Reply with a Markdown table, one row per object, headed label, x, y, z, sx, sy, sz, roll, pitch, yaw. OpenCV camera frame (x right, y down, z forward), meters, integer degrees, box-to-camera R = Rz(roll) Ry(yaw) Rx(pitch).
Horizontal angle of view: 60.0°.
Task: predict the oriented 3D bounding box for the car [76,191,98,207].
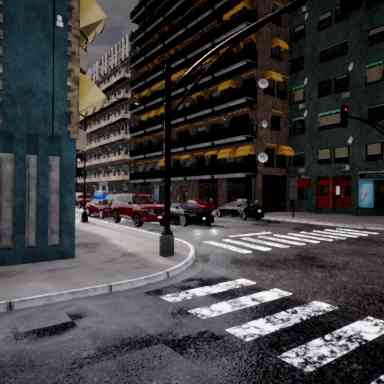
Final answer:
| label | x | y | z | sx | sy | sz | roll | pitch | yaw |
| --- | --- | --- | --- | --- | --- | --- | --- | --- | --- |
| car | -12.086 | 0.948 | 36.918 | 1.882 | 1.535 | 5.008 | 1 | 0 | -36 |

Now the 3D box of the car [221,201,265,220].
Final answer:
| label | x | y | z | sx | sy | sz | roll | pitch | yaw |
| --- | --- | --- | --- | --- | --- | --- | --- | --- | --- |
| car | 3.562 | 1.353 | 25.194 | 1.947 | 1.339 | 4.313 | 2 | 0 | -36 |

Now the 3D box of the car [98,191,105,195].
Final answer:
| label | x | y | z | sx | sy | sz | roll | pitch | yaw |
| --- | --- | --- | --- | --- | --- | --- | --- | --- | --- |
| car | -6.048 | 0.971 | 28.573 | 2.097 | 1.767 | 4.553 | 1 | 0 | -36 |

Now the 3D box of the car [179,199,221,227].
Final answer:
| label | x | y | z | sx | sy | sz | roll | pitch | yaw |
| --- | --- | --- | --- | --- | --- | --- | --- | --- | --- |
| car | -0.460 | 1.321 | 20.855 | 1.994 | 1.385 | 4.181 | 1 | 0 | -36 |

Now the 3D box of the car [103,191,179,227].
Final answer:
| label | x | y | z | sx | sy | sz | roll | pitch | yaw |
| --- | --- | --- | --- | --- | --- | --- | --- | --- | --- |
| car | -3.238 | 1.034 | 20.307 | 2.192 | 1.841 | 5.009 | 2 | 0 | -36 |

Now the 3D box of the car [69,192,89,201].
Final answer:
| label | x | y | z | sx | sy | sz | roll | pitch | yaw |
| --- | --- | --- | --- | --- | --- | --- | --- | --- | --- |
| car | -19.323 | 0.769 | 56.764 | 1.887 | 1.381 | 4.507 | 2 | 0 | -36 |

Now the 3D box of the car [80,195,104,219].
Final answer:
| label | x | y | z | sx | sy | sz | roll | pitch | yaw |
| --- | --- | --- | --- | --- | --- | --- | --- | --- | --- |
| car | -6.515 | 1.183 | 24.817 | 1.887 | 1.381 | 4.507 | 2 | 0 | -36 |

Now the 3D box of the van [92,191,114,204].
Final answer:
| label | x | y | z | sx | sy | sz | roll | pitch | yaw |
| --- | --- | --- | --- | --- | --- | --- | --- | --- | --- |
| van | -12.780 | 0.726 | 47.745 | 1.690 | 1.788 | 3.998 | 2 | 0 | -36 |

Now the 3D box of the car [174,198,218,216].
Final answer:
| label | x | y | z | sx | sy | sz | roll | pitch | yaw |
| --- | --- | --- | --- | --- | --- | --- | --- | --- | --- |
| car | 0.292 | 1.288 | 29.704 | 1.802 | 1.307 | 4.206 | 2 | 0 | -36 |

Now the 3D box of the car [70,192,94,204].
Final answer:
| label | x | y | z | sx | sy | sz | roll | pitch | yaw |
| --- | --- | --- | --- | --- | --- | --- | --- | --- | --- |
| car | -15.663 | 0.823 | 47.200 | 1.882 | 1.535 | 5.008 | 1 | 0 | -36 |
